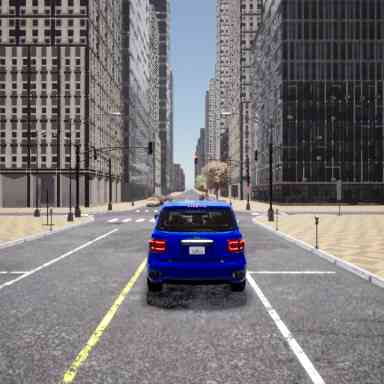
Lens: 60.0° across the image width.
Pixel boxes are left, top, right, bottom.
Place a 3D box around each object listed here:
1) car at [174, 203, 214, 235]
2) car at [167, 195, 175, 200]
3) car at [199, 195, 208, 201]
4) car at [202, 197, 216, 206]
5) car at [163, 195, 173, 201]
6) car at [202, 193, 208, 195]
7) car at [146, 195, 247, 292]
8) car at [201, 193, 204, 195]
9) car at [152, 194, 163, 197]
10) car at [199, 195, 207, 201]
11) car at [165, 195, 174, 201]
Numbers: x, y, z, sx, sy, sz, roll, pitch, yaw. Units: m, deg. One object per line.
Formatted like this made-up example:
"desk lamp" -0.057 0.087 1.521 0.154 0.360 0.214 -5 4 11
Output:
"car" 0.096 1.486 19.822 2.128 1.511 4.902 0 0 0
"car" -5.683 1.411 89.995 2.008 1.369 4.403 0 0 0
"car" 2.697 1.419 78.809 1.752 1.417 4.829 0 0 0
"car" 2.795 1.500 55.941 2.008 1.369 4.403 0 0 0
"car" -5.684 1.438 78.644 1.887 1.381 4.507 0 0 0
"car" 2.826 1.400 50.263 1.967 1.590 4.097 0 0 0
"car" 0.099 1.221 9.093 2.150 2.045 5.566 0 0 0
"car" 2.698 1.224 72.964 2.192 1.841 5.009 0 0 0
"car" -5.815 1.485 50.094 1.752 1.417 4.829 0 0 0
"car" 2.697 1.422 84.313 1.887 1.381 4.507 0 0 0
"car" -5.684 1.428 84.320 2.008 1.369 4.403 0 0 0
